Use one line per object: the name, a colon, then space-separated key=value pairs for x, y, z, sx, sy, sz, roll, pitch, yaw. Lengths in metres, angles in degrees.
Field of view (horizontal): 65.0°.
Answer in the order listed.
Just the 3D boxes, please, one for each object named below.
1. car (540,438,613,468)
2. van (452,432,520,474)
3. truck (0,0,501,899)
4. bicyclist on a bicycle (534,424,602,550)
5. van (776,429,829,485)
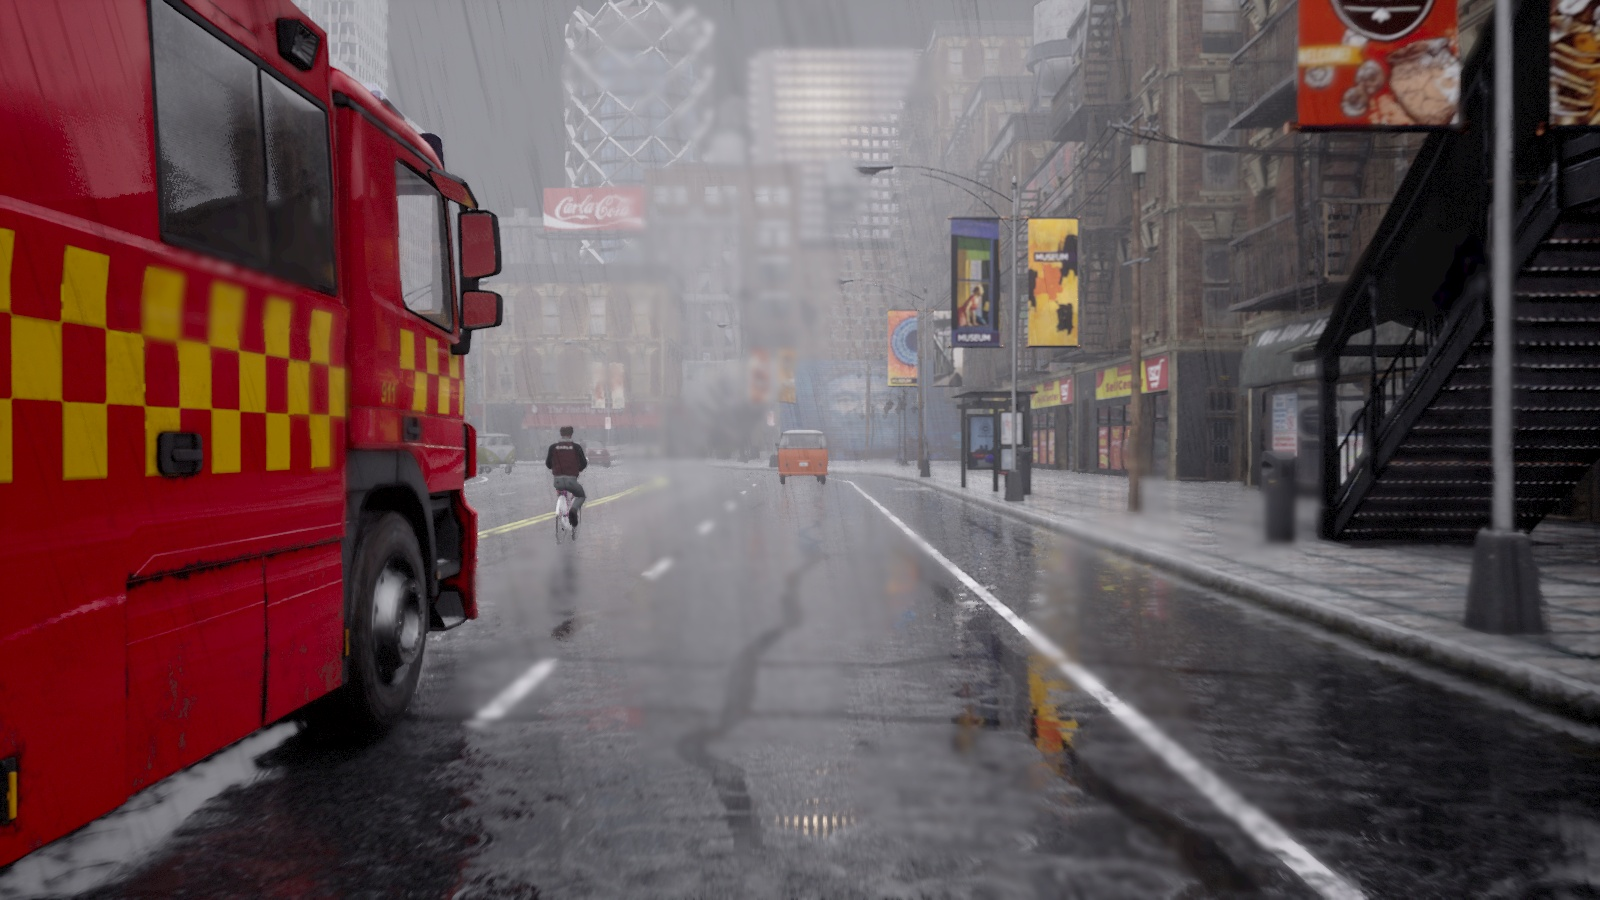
car: x=-13.434 y=0.170 z=75.351 sx=4.553 sy=1.767 sz=2.097 roll=0 pitch=0 yaw=45
van: x=-15.448 y=0.140 z=61.612 sx=1.775 sy=1.987 sz=4.442 roll=0 pitch=0 yaw=-35
truck: x=-3.467 y=-0.444 z=4.176 sx=2.891 sy=3.827 sz=8.468 roll=0 pitch=0 yaw=0
bicyclist on a bicycle: x=-3.417 y=0.509 z=18.619 sx=0.659 sy=1.776 sz=1.843 roll=0 pitch=1 yaw=0
van: x=0.049 y=0.235 z=46.890 sx=1.775 sy=1.987 sz=4.442 roll=0 pitch=0 yaw=-2
